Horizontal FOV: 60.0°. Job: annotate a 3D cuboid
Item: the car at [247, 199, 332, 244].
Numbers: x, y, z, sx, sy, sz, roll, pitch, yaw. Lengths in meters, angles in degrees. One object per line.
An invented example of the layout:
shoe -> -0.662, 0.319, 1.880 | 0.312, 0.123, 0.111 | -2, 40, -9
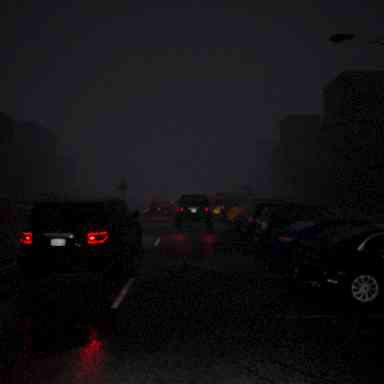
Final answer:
car -> 4.680, 1.288, 12.834 | 4.553, 1.767, 2.185 | 0, 0, 0

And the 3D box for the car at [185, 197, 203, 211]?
car -> 0.135, 1.397, 40.390 | 2.033, 1.411, 5.357 | 0, 0, -1

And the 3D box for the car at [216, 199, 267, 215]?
car -> 4.717, 1.393, 32.288 | 4.674, 1.452, 2.002 | 0, 0, 0

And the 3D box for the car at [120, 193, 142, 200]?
car -> -15.727, 1.160, 85.914 | 5.366, 1.575, 1.946 | 0, 0, 0

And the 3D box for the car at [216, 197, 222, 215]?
car -> 4.708, 1.368, 26.729 | 5.008, 1.535, 2.097 | 0, 0, 0

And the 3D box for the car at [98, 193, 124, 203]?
car -> -15.497, 1.141, 63.857 | 4.553, 1.767, 2.185 | 0, 0, 0

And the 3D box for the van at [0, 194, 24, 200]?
van -> -15.622, 1.176, 25.247 | 4.442, 1.987, 1.878 | 0, 0, 0

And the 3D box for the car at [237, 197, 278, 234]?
car -> 4.681, 1.276, 15.614 | 4.553, 1.767, 2.185 | 0, 0, 0

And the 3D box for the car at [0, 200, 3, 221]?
car -> -15.501, 1.449, 22.491 | 4.674, 1.452, 2.002 | 0, 0, 0

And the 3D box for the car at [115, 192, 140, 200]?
car -> -15.510, 0.931, 80.401 | 5.566, 2.045, 2.435 | 0, 0, 0

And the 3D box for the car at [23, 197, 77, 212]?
car -> -15.506, 1.376, 36.404 | 5.008, 1.535, 2.097 | 0, 0, 0

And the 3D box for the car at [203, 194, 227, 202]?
car -> 4.765, 1.254, 68.414 | 4.792, 1.488, 2.163 | 0, 0, 0

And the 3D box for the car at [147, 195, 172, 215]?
car -> -2.896, 1.353, 31.742 | 1.882, 1.535, 5.008 | 0, 0, 0

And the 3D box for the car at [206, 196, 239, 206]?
car -> 4.689, 1.320, 51.745 | 4.792, 1.488, 2.163 | 0, 0, 0

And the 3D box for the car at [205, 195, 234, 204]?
car -> 4.713, 1.271, 57.304 | 4.892, 1.521, 2.231 | 0, 0, 0

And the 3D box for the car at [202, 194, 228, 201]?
car -> 4.931, 1.210, 71.192 | 5.366, 1.575, 1.946 | 0, 0, 0

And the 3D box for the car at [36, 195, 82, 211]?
car -> -15.544, 1.243, 39.160 | 4.553, 1.767, 2.185 | 0, 0, 0

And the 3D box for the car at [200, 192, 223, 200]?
car -> 4.810, 0.923, 82.309 | 5.566, 2.045, 2.435 | 0, 0, 0

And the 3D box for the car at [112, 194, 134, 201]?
car -> -15.538, 1.246, 74.888 | 4.674, 1.452, 2.002 | 0, 0, 0

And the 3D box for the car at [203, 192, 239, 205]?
car -> 4.690, 1.029, 54.524 | 5.566, 2.045, 2.435 | 0, 0, 0

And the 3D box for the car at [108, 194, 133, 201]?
car -> -15.528, 1.221, 72.131 | 5.008, 1.535, 2.097 | 0, 0, 0

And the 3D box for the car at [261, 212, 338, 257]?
car -> 4.708, 1.465, 10.055 | 4.674, 1.452, 2.002 | 0, 0, 0

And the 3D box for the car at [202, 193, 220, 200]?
car -> 4.823, 1.041, 85.122 | 4.553, 1.767, 2.185 | 0, 0, 0

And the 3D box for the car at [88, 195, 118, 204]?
car -> -15.527, 1.335, 58.342 | 4.674, 1.452, 2.002 | 0, 0, 0

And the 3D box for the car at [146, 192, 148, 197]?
car -> -15.730, 1.145, 91.429 | 5.366, 1.575, 1.946 | 0, 0, 0

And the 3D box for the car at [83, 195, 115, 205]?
car -> -15.494, 1.338, 55.584 | 4.792, 1.488, 2.163 | 0, 0, 0

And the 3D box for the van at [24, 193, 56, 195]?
van -> -15.392, 1.164, 30.763 | 4.442, 1.987, 1.878 | 0, 0, 0

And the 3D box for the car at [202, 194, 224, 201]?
car -> 4.725, 1.232, 73.972 | 4.792, 1.488, 2.163 | 0, 0, 0

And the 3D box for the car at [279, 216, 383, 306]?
car -> 4.704, 1.440, 7.276 | 4.892, 1.521, 2.231 | 0, 0, 0

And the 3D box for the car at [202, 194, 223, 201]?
car -> 4.735, 1.221, 76.750 | 4.792, 1.488, 2.163 | 0, 0, 0

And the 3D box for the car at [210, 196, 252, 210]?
car -> 4.710, 1.329, 40.627 | 4.892, 1.521, 2.231 | 0, 0, 0

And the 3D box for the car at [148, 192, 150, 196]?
car -> -15.357, 1.141, 94.192 | 5.366, 1.575, 1.946 | 0, 0, 0

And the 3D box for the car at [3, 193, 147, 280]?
car -> -2.899, 1.168, 9.881 | 2.150, 2.045, 5.566 | 0, 0, 0

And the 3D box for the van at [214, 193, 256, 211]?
van -> 4.833, 1.111, 37.846 | 4.442, 1.987, 1.878 | 0, 0, 0

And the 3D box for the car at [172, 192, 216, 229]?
car -> 0.104, 1.125, 21.206 | 2.150, 2.045, 5.566 | 0, 0, 0

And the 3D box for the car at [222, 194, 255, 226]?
car -> 4.745, 1.250, 23.950 | 4.553, 1.767, 2.185 | 0, 0, 0

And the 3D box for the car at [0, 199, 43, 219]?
car -> -15.512, 1.395, 28.006 | 5.008, 1.535, 2.097 | 0, 0, 0

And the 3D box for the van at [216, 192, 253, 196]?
van -> 4.832, 1.119, 35.067 | 4.442, 1.987, 1.878 | 0, 0, 0
